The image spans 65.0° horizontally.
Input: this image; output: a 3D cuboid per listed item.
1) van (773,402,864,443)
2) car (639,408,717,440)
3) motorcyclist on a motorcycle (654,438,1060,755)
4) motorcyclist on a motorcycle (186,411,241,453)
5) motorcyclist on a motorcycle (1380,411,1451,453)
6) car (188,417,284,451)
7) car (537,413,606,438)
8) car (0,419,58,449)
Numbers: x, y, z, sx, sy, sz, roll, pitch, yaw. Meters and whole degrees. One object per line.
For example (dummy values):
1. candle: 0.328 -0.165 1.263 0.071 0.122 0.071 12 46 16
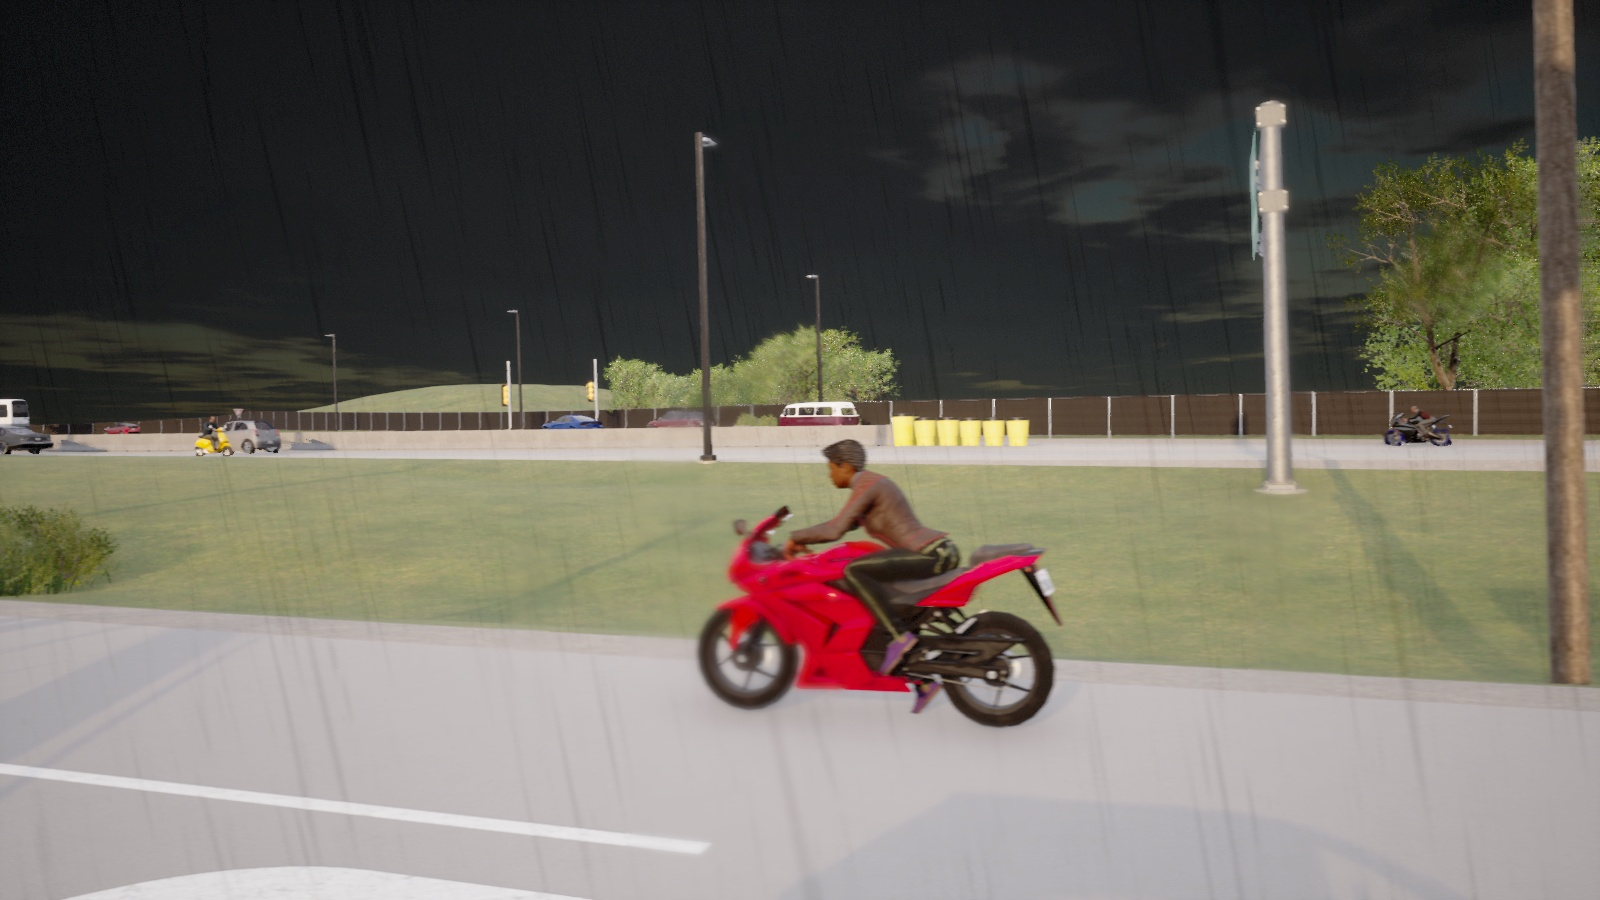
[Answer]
1. van: 0.922 -1.426 64.449 4.480 2.038 2.069 2 2 43
2. car: -7.045 -1.505 72.414 2.097 1.767 4.553 -2 2 -44
3. motorcyclist on a motorcycle: 0.315 0.702 6.779 2.044 1.523 0.797 1 1 19
4. motorcyclist on a motorcycle: -22.379 -0.677 47.902 1.817 1.590 0.866 0 1 19
5. motorcyclist on a motorcycle: 22.600 -0.671 46.137 2.191 1.530 0.866 1 1 36
6. car: -25.301 -0.731 56.339 3.633 1.501 1.845 0 1 19
7. car: -14.655 -1.599 80.339 1.882 1.535 5.008 -2 2 -44
8. car: -39.026 -0.762 61.136 5.357 1.411 2.033 0 1 19
